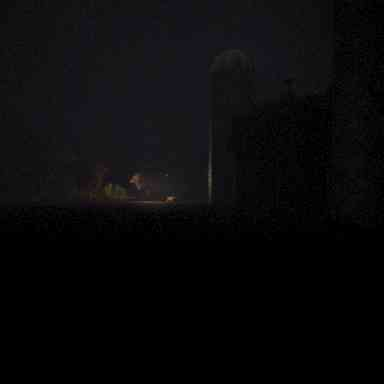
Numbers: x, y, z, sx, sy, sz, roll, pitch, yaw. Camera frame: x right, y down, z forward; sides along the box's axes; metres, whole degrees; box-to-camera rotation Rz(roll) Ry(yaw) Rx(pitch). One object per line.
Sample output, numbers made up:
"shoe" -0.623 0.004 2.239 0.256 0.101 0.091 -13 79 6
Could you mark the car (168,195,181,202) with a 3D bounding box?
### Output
"car" -4.972 1.768 93.896 2.097 1.767 4.553 1 0 36
